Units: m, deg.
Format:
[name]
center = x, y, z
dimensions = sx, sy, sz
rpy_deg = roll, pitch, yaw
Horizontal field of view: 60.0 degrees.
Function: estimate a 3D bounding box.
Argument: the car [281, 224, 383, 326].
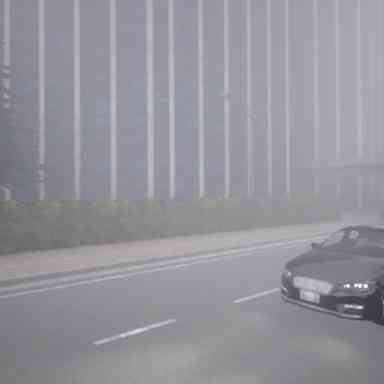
[car]
center = 3.909, 1.497, 7.166
dimensions = 4.902, 1.511, 2.128
rpy_deg = 0, 0, -38
